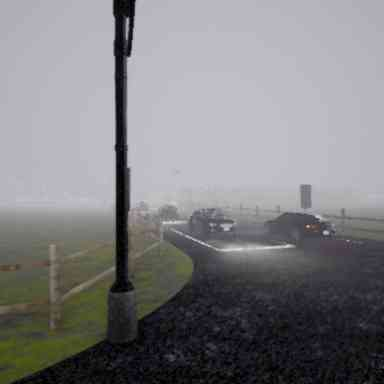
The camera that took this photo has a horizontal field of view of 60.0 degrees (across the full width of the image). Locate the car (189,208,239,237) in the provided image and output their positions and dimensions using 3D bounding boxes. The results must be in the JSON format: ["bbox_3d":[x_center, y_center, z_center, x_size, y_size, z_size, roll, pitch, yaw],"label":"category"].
[{"bbox_3d":[1.152,1.726,19.743,2.128,1.511,4.902,0,-1,-16],"label":"car"}]

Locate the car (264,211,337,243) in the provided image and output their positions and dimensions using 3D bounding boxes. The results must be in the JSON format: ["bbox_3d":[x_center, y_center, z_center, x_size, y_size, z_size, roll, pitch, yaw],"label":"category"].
[{"bbox_3d":[5.447,1.697,17.208,1.812,1.442,4.674,-1,-1,-15],"label":"car"}]

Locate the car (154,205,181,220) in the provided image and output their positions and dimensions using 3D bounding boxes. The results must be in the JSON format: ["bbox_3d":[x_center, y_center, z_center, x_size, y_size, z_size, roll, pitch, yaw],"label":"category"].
[{"bbox_3d":[-2.438,2.005,32.467,1.994,1.385,4.181,0,-1,-16],"label":"car"}]

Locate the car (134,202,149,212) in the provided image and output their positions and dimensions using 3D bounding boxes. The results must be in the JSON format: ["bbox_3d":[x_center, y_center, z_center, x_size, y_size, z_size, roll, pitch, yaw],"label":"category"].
[{"bbox_3d":[-8.103,2.329,52.885,2.033,1.411,5.357,0,-1,-16],"label":"car"}]
